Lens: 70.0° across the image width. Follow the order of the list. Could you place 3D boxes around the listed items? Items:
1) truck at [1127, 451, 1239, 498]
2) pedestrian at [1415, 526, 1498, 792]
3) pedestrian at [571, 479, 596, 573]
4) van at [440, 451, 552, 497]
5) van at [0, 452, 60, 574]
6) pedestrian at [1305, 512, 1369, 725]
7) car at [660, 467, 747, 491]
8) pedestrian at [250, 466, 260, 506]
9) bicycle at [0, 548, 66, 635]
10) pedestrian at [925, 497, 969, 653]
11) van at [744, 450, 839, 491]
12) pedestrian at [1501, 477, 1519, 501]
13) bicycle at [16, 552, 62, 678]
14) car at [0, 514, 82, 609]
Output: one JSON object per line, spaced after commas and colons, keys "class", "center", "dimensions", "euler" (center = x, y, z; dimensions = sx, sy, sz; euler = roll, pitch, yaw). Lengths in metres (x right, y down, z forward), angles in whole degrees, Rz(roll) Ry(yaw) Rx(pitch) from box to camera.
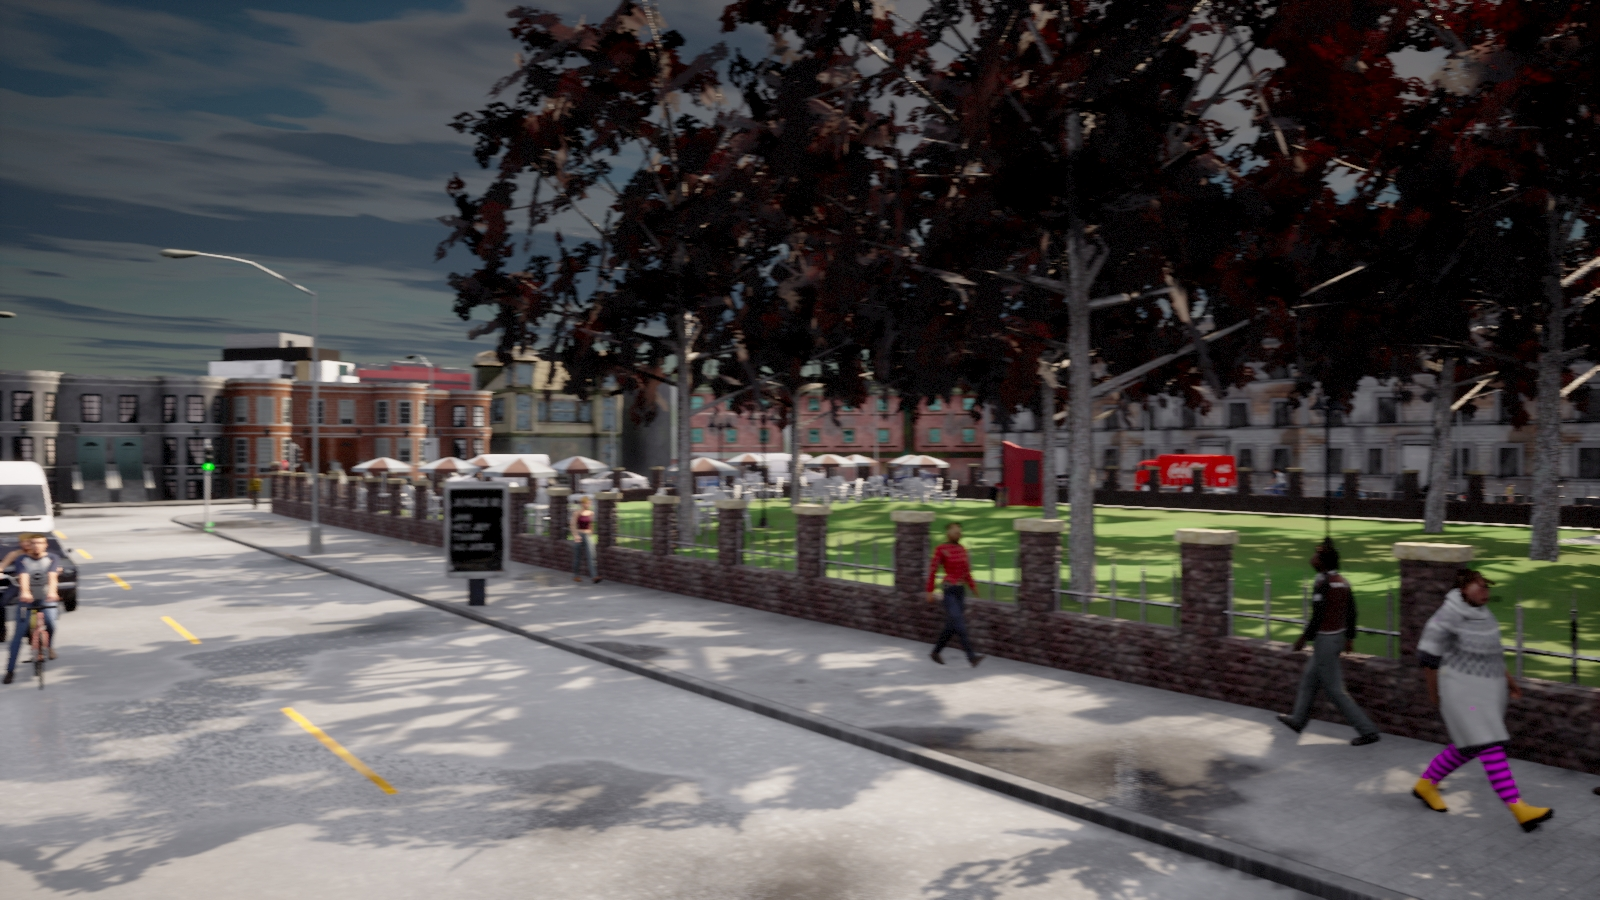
{"class": "truck", "center": [20.929, 1.271, 62.613], "dimensions": [2.627, 2.467, 5.204], "euler": [0, 0, -36]}
{"class": "pedestrian", "center": [4.809, 1.507, 8.376], "dimensions": [0.375, 1.860, 0.375], "euler": [0, 0, -21]}
{"class": "pedestrian", "center": [-4.359, 1.522, 23.025], "dimensions": [0.375, 1.860, 0.375], "euler": [0, 0, -36]}
{"class": "van", "center": [-17.410, 1.321, 65.619], "dimensions": [5.915, 2.561, 1.988], "euler": [0, 0, -37]}
{"class": "van", "center": [-18.560, 1.342, 26.464], "dimensions": [1.988, 2.561, 5.915], "euler": [0, 0, -37]}
{"class": "pedestrian", "center": [4.883, 1.508, 10.392], "dimensions": [0.375, 1.860, 0.375], "euler": [0, 0, -33]}
{"class": "car", "center": [-6.205, 1.864, 73.936], "dimensions": [5.357, 1.411, 2.033], "euler": [0, 0, -36]}
{"class": "pedestrian", "center": [-25.270, 1.658, 52.965], "dimensions": [0.375, 1.860, 0.375], "euler": [0, 0, -23]}
{"class": "bicycle", "center": [-11.347, 2.052, 16.771], "dimensions": [0.859, 1.080, 1.487], "euler": [0, 0, -37]}
{"class": "pedestrian", "center": [1.804, 1.512, 14.026], "dimensions": [0.375, 1.860, 0.375], "euler": [0, 0, -30]}
{"class": "van", "center": [-0.515, 1.280, 72.931], "dimensions": [5.915, 2.561, 1.988], "euler": [0, 0, -34]}
{"class": "pedestrian", "center": [32.702, 1.806, 52.618], "dimensions": [0.500, 1.100, 0.500], "euler": [0, 0, -24]}
{"class": "bicycle", "center": [-9.212, 1.949, 13.813], "dimensions": [0.373, 1.296, 1.643], "euler": [0, 0, -37]}
{"class": "car", "center": [-14.348, 1.956, 20.724], "dimensions": [1.895, 1.301, 4.718], "euler": [0, 0, -36]}
